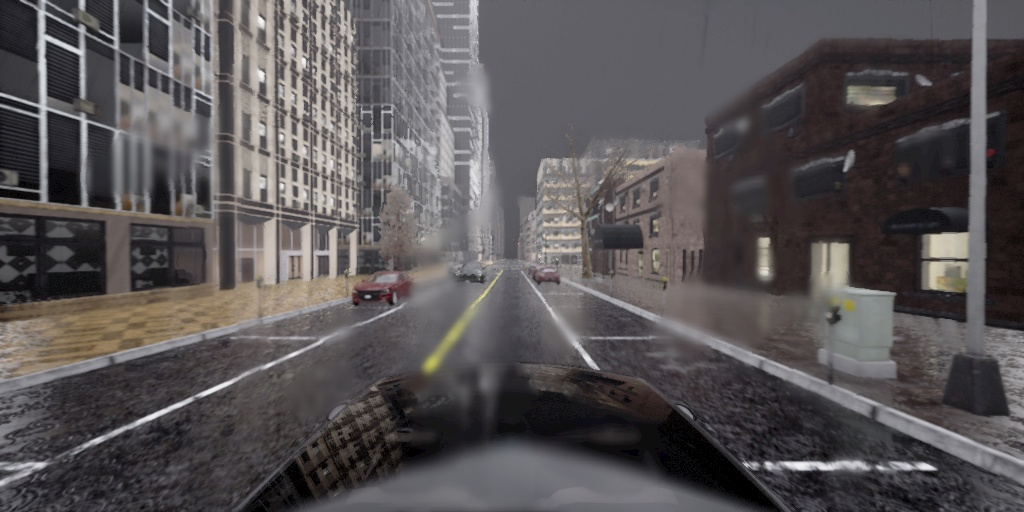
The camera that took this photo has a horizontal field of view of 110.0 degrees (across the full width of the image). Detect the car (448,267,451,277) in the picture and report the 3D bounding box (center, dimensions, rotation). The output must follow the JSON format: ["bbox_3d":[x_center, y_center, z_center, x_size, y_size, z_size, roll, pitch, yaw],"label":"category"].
[{"bbox_3d":[-5.814,1.519,39.012,2.007,1.370,4.403,0,0,0],"label":"car"}]

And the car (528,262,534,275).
[{"bbox_3d":[2.741,1.480,33.315,1.888,1.381,4.507,0,0,0],"label":"car"}]

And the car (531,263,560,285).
[{"bbox_3d":[2.710,1.484,27.671,1.802,1.307,4.207,0,0,0],"label":"car"}]

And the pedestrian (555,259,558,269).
[{"bbox_3d":[8.103,1.461,64.824,0.375,1.860,0.375,-1,1,0],"label":"pedestrian"}]

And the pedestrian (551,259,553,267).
[{"bbox_3d":[7.103,1.428,64.223,0.375,1.860,0.375,-1,1,0],"label":"pedestrian"}]

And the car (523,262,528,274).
[{"bbox_3d":[2.797,1.552,44.603,2.007,1.370,4.403,0,0,0],"label":"car"}]

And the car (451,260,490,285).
[{"bbox_3d":[-3.110,1.255,27.979,2.097,1.767,4.553,0,0,0],"label":"car"}]

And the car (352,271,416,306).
[{"bbox_3d":[-5.699,1.381,16.437,1.888,1.381,4.507,0,0,0],"label":"car"}]

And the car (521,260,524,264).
[{"bbox_3d":[2.791,1.595,56.062,1.751,1.417,4.829,0,0,0],"label":"car"}]
